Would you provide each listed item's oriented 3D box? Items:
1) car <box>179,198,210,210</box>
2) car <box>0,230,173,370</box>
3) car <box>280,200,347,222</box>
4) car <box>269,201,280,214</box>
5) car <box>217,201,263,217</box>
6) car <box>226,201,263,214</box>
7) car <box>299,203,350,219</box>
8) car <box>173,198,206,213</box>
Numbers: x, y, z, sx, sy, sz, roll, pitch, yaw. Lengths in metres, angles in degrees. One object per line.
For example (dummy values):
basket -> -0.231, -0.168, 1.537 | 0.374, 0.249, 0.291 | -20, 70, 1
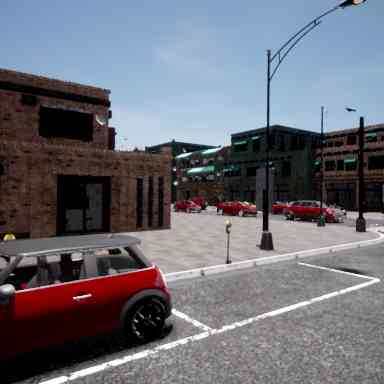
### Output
car -> 0.297, 1.789, 50.901 | 2.192, 1.841, 5.009 | 0, -1, -35
car -> -2.397, 1.441, 4.835 | 4.097, 1.590, 1.967 | 0, 1, -35
car -> 9.889, 1.492, 26.995 | 2.097, 1.767, 4.553 | 1, -1, -35
car -> 9.791, 1.755, 37.229 | 1.967, 1.590, 4.097 | 0, -1, -35
car -> 4.629, 1.705, 34.519 | 1.882, 1.535, 5.008 | 1, -1, -35
car -> 6.529, 1.895, 41.924 | 1.752, 1.417, 4.829 | 0, -1, -35
car -> 12.955, 1.828, 32.670 | 1.947, 1.339, 4.313 | 0, -1, -35
car -> -0.647, 1.841, 42.124 | 1.812, 1.442, 4.674 | 1, -1, -35
